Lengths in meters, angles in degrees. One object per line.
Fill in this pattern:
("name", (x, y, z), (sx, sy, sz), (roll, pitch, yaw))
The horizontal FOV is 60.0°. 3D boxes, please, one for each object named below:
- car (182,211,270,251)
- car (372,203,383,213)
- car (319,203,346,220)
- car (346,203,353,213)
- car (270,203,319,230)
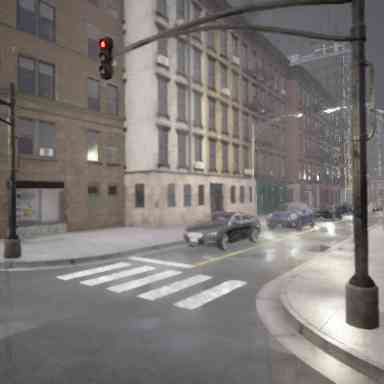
("car", (1.478, 1.660, 15.249), (2.128, 1.511, 4.902), (-1, -1, 35))
("car", (23.515, 1.828, 41.102), (1.812, 1.442, 4.674), (-1, -1, 35))
("car", (12.548, 1.864, 30.771), (1.895, 1.301, 4.718), (-1, -1, 35))
("car", (18.467, 1.916, 39.019), (1.895, 1.301, 4.718), (-1, -1, 36))
("car", (6.820, 1.566, 22.766), (2.097, 1.767, 4.553), (-1, -1, 36))
